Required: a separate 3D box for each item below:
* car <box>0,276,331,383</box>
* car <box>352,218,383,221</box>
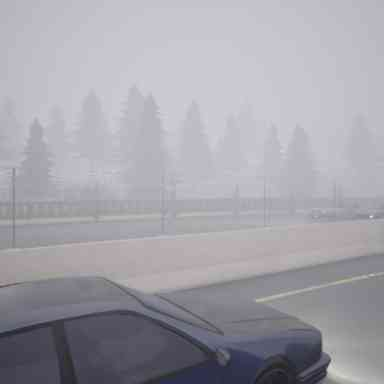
[{"bbox_3d":[-1.121,1.537,2.856,5.357,1.411,2.033,0,0,-34],"label":"car"},{"bbox_3d":[13.478,1.453,22.687,5.357,1.411,2.033,0,0,-22],"label":"car"}]
